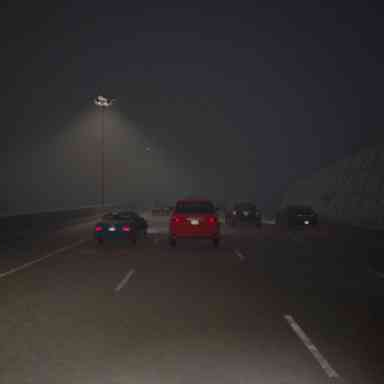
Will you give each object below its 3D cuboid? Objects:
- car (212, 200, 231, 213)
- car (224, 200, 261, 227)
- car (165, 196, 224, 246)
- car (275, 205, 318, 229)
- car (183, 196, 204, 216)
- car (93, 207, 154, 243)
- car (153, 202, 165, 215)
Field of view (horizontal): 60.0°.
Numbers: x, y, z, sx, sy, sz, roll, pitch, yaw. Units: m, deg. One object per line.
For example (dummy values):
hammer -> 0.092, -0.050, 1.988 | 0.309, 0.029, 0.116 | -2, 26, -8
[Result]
car -> 3.624, 1.736, 41.228 | 1.882, 1.535, 5.008 | 0, -1, 0
car -> 3.613, 1.503, 24.305 | 2.097, 1.767, 4.553 | 0, -1, 0
car -> 0.108, 1.322, 15.967 | 2.150, 2.045, 5.566 | 0, 0, 0
car -> 7.113, 1.650, 23.040 | 1.837, 1.490, 4.892 | 0, 0, 0
car -> 0.121, 1.454, 37.198 | 2.150, 2.045, 5.566 | 0, 0, 0
car -> -3.391, 1.652, 16.638 | 2.033, 1.411, 5.357 | 0, 0, 0
car -> -3.378, 1.780, 37.277 | 2.033, 1.411, 5.357 | 0, 0, 0
